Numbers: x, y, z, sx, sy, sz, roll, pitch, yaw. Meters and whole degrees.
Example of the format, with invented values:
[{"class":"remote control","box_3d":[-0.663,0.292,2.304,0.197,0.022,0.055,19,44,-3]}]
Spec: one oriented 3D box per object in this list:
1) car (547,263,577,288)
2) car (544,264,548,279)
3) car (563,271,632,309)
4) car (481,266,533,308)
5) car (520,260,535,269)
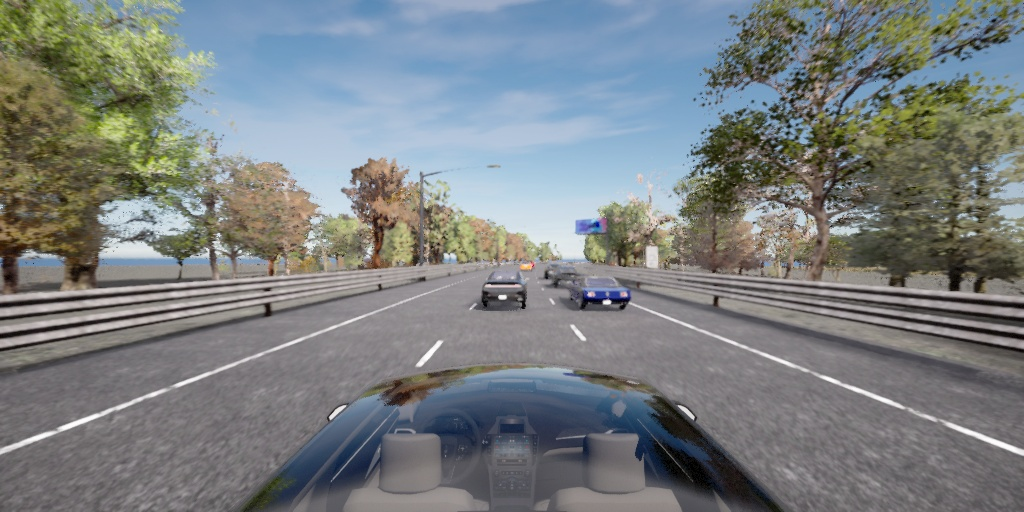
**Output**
[{"class":"car","box_3d":[3.901,1.521,26.608,1.837,1.490,4.892,0,-1,2]},{"class":"car","box_3d":[4.330,1.566,37.477,2.033,1.649,4.856,0,-1,3]},{"class":"car","box_3d":[3.626,1.501,15.763,1.895,1.301,4.718,0,-1,1]},{"class":"car","box_3d":[-0.222,1.393,16.173,2.128,1.511,4.902,0,0,3]},{"class":"car","box_3d":[2.518,1.781,63.293,2.097,1.767,4.553,0,-1,5]}]
